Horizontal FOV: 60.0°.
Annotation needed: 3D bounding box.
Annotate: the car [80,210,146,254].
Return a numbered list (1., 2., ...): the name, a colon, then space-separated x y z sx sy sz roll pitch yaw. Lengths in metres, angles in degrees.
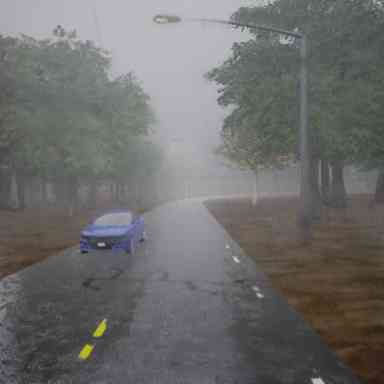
1. car: -3.102 1.526 13.891 1.882 1.535 5.008 0 0 0
